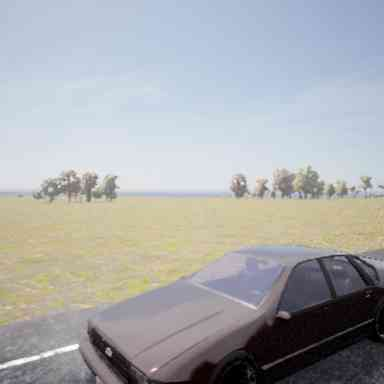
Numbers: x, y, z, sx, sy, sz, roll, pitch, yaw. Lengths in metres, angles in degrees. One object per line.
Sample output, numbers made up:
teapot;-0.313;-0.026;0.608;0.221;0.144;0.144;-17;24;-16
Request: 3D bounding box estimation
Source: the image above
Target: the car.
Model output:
car;1.266;1.535;4.870;5.357;1.411;2.033;0;0;-35
